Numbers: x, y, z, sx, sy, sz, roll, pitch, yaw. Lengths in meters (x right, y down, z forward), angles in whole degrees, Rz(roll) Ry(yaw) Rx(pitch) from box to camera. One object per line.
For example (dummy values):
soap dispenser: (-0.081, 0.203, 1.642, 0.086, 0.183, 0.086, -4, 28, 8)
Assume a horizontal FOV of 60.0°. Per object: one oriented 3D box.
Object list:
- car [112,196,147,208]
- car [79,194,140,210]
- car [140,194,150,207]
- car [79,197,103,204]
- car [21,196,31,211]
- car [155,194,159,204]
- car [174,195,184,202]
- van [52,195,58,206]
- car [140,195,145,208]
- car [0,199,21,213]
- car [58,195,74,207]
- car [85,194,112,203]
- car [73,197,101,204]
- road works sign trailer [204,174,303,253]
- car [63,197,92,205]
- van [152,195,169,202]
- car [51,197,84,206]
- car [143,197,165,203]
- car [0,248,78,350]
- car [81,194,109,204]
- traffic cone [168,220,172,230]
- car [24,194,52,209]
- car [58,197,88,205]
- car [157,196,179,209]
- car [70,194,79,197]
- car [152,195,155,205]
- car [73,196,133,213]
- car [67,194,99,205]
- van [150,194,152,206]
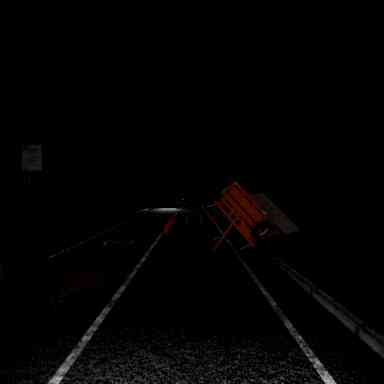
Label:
car: (-8.780, 1.407, 47.298, 4.553, 1.767, 2.185, 0, -1, 0)
car: (-8.849, 1.207, 36.089, 5.566, 2.045, 2.435, 0, 0, 0)
car: (-8.841, 1.259, 44.499, 5.566, 2.045, 2.435, 0, 0, 0)
car: (-21.901, 1.809, 72.187, 4.674, 1.452, 2.002, 0, -1, 0)
car: (-21.899, 1.513, 38.895, 4.674, 1.452, 2.002, 0, 0, 0)
car: (-8.809, 1.634, 58.511, 5.008, 1.535, 2.097, 0, -1, 0)
car: (-3.186, 2.024, 90.446, 1.837, 1.490, 4.892, 0, -1, 0)
van: (-22.008, 1.306, 47.246, 4.442, 1.987, 1.878, 0, 0, 0)
car: (-8.821, 1.490, 41.691, 4.892, 1.521, 2.231, 0, 0, 0)
car: (-21.905, 1.458, 36.109, 5.008, 1.535, 2.097, 0, 0, 0)
car: (-21.889, 1.623, 52.816, 4.674, 1.452, 2.002, 0, -1, 0)
car: (-21.879, 1.585, 77.759, 5.566, 2.045, 2.435, 0, -1, 0)
car: (-21.896, 1.741, 69.526, 5.008, 1.535, 2.097, 0, -1, 0)
road works sign trailer: (2.376, 1.056, 12.674, 3.560, 2.880, 2.380, -5, 45, -44)
car: (-21.927, 1.714, 63.957, 4.792, 1.488, 2.163, 0, -1, 0)
van: (-8.720, 1.786, 92.148, 4.442, 1.987, 1.878, 0, -1, 0)
car: (-21.889, 1.633, 58.387, 5.008, 1.535, 2.097, 0, -1, 0)
car: (-8.857, 1.869, 78.130, 4.792, 1.488, 2.163, 0, -1, 0)
car: (-3.346, 1.596, 4.788, 1.895, 1.301, 4.718, 0, 0, 0)
car: (-21.876, 1.552, 75.097, 5.566, 2.045, 2.435, 0, -1, 0)
traffic cone: (-1.367, 1.939, 17.820, 0.340, 0.580, 0.340, 0, 0, 0)
car: (-21.862, 1.385, 44.465, 4.553, 1.767, 2.185, 0, 0, 0)
car: (-21.867, 1.688, 61.172, 4.792, 1.488, 2.163, 0, -1, 0)
car: (-3.314, 1.627, 46.824, 1.994, 1.385, 4.181, 0, -1, 0)
car: (-21.707, 1.605, 55.601, 5.366, 1.575, 1.946, 0, -1, 0)
car: (-8.806, 1.584, 52.905, 4.892, 1.521, 2.231, 0, -1, 0)
car: (-8.818, 1.450, 33.286, 4.892, 1.521, 2.231, 0, 0, 0)
car: (-21.872, 1.460, 66.742, 5.566, 2.045, 2.435, 0, -1, 0)
van: (-8.696, 1.332, 50.103, 4.442, 1.987, 1.878, 0, -1, 0)
